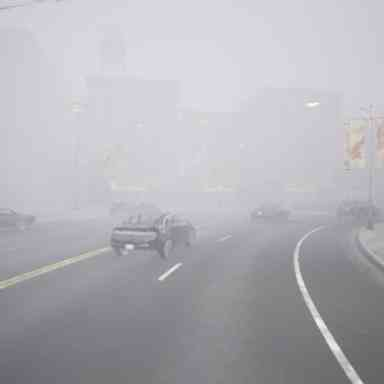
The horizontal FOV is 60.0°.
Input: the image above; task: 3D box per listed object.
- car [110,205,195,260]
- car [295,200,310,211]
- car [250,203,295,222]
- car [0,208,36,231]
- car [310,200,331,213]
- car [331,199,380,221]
[{"bbox_3d":[-1.261,1.485,12.567,2.128,1.511,4.902,0,0,16],"label":"car"},{"bbox_3d":[15.380,1.697,43.096,5.357,1.411,2.033,1,0,-25],"label":"car"},{"bbox_3d":[6.476,1.630,27.310,1.994,1.385,4.181,0,0,39],"label":"car"},{"bbox_3d":[-10.723,1.507,17.358,1.895,1.301,4.718,0,0,22],"label":"car"},{"bbox_3d":[16.761,1.725,39.769,4.181,1.385,1.994,1,0,-24],"label":"car"},{"bbox_3d":[14.582,1.489,29.119,4.553,1.767,2.097,1,0,-38],"label":"car"}]
